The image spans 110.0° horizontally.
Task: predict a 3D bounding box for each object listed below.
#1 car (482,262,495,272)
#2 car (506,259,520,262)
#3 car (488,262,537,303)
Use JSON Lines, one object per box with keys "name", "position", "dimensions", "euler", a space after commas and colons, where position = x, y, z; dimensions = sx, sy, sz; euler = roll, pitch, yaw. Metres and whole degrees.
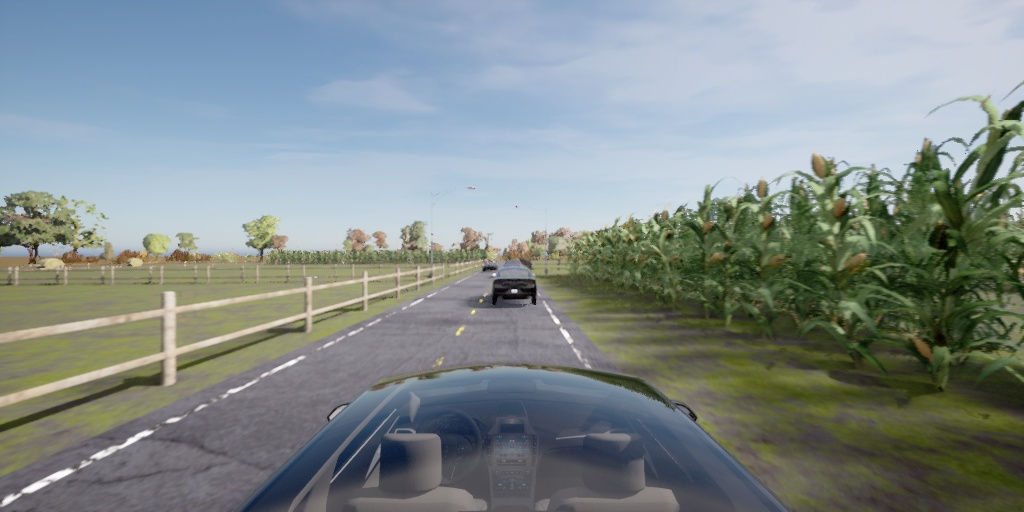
{"name": "car", "position": [-2.759, 1.371, 45.500], "dimensions": [1.895, 1.301, 4.718], "euler": [0, 0, 0]}
{"name": "car", "position": [0.094, 1.116, 34.895], "dimensions": [2.097, 1.767, 4.553], "euler": [0, 0, 0]}
{"name": "car", "position": [0.097, 1.233, 16.579], "dimensions": [1.882, 1.535, 5.008], "euler": [0, 0, 0]}
